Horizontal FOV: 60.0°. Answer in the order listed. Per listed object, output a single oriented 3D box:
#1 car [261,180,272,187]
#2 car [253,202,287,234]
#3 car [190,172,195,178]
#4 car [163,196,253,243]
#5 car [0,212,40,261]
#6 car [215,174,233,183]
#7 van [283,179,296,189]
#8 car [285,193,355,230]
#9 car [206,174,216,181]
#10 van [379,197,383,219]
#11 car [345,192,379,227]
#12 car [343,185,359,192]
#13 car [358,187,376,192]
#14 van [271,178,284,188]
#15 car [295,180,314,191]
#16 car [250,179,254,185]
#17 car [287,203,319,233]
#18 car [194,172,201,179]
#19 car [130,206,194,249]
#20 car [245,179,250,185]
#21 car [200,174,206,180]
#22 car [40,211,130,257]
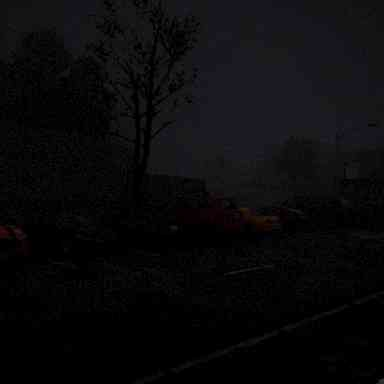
[{"bbox_3d":[17.474,-1.834,72.707,1.946,1.575,5.366,7,3,35],"label":"car"},{"bbox_3d":[2.127,1.499,18.261,5.366,1.575,1.946,-1,-1,34],"label":"car"},{"bbox_3d":[1.619,-4.384,94.521,2.435,2.045,5.566,1,-1,34],"label":"car"},{"bbox_3d":[-0.191,1.245,16.430,5.566,2.045,2.435,-1,-1,34],"label":"car"},{"bbox_3d":[-7.515,1.367,11.203,4.553,1.767,2.185,-1,-1,34],"label":"car"},{"bbox_3d":[8.778,-3.198,84.988,1.946,1.575,5.366,7,3,34],"label":"car"},{"bbox_3d":[20.784,-1.513,67.508,1.878,1.987,4.442,7,4,35],"label":"van"},{"bbox_3d":[7.156,1.256,21.653,5.566,2.045,2.435,-1,-1,35],"label":"car"},{"bbox_3d":[6.924,-3.721,87.244,2.435,2.045,5.566,7,3,34],"label":"car"},{"bbox_3d":[12.203,1.288,25.034,4.442,1.987,1.878,-1,-1,35],"label":"van"},{"bbox_3d":[9.667,1.259,23.361,5.566,2.045,2.435,-1,-1,35],"label":"car"},{"bbox_3d":[27.768,-0.448,57.770,2.435,2.045,5.566,7,3,35],"label":"car"},{"bbox_3d":[29.462,0.114,55.300,2.002,1.452,4.674,7,3,35],"label":"car"},{"bbox_3d":[19.052,-1.786,69.977,1.878,1.987,4.442,7,4,35],"label":"van"},{"bbox_3d":[22.548,-1.014,65.149,2.231,1.521,4.892,7,3,35],"label":"car"},{"bbox_3d":[15.640,-2.066,75.025,2.002,1.452,4.674,7,4,35],"label":"car"},{"bbox_3d":[4.731,1.543,19.892,4.674,1.452,2.002,-1,-1,35],"label":"car"},{"bbox_3d":[3.393,-4.107,92.176,2.185,1.767,4.553,4,1,33],"label":"car"},{"bbox_3d":[-2.633,1.523,14.682,4.792,1.488,2.163,-1,-1,34],"label":"car"},{"bbox_3d":[13.894,-2.339,77.484,2.002,1.452,4.674,7,3,35],"label":"car"},{"bbox_3d":[5.127,-3.872,89.708,2.185,1.767,4.553,6,3,34],"label":"car"},{"bbox_3d":[-5.051,1.493,12.932,4.892,1.521,2.231,-1,-1,34],"label":"car"}]
